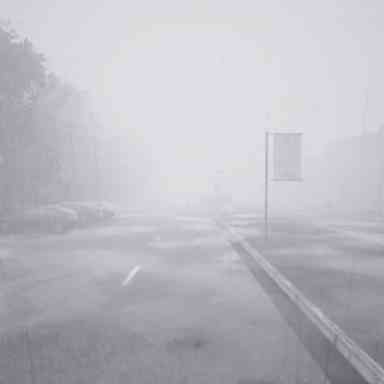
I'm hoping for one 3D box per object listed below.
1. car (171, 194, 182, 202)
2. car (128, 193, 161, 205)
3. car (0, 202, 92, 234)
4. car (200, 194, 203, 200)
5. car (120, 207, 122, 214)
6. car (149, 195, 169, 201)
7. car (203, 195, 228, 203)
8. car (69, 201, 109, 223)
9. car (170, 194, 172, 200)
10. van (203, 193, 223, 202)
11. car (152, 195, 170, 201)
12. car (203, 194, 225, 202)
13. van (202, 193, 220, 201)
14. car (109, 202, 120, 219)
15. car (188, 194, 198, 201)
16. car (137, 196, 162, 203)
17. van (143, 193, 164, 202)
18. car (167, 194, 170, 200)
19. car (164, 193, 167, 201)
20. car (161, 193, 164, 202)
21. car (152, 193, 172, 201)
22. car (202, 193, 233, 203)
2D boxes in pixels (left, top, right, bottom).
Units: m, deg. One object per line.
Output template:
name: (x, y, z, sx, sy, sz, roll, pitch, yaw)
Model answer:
car: (-3.226, 1.488, 78.123, 1.837, 1.490, 4.892, 0, 0, 0)
car: (-8.301, 1.366, 56.552, 5.008, 1.535, 2.097, 0, 0, 0)
car: (-8.323, 1.481, 18.369, 4.674, 1.452, 2.002, 0, 0, 0)
car: (4.747, 1.124, 62.112, 5.566, 2.045, 2.435, 0, 0, 0)
car: (-8.319, 1.461, 28.067, 4.674, 1.452, 2.002, 0, 0, 0)
car: (-8.314, 1.515, 84.399, 5.008, 1.535, 2.097, 0, 0, 0)
car: (4.770, 1.397, 67.715, 4.892, 1.521, 2.231, 0, 0, 0)
car: (-8.319, 1.435, 21.645, 4.892, 1.521, 2.231, 0, 0, 0)
car: (-8.130, 1.492, 81.613, 5.366, 1.575, 1.946, 0, 0, 0)
van: (4.887, 1.227, 76.127, 4.442, 1.987, 1.878, 0, 0, 0)
car: (-8.357, 1.587, 89.969, 4.792, 1.488, 2.163, 0, 0, 0)
car: (4.805, 1.306, 73.322, 4.553, 1.767, 2.185, 0, 0, 0)
van: (4.648, 1.268, 81.733, 4.442, 1.987, 1.878, 0, 0, 0)
car: (-8.329, 1.427, 24.918, 5.008, 1.535, 2.097, 0, 0, 0)
car: (0.014, 1.544, 85.655, 1.837, 1.490, 4.892, 0, 0, 0)
car: (-8.306, 1.425, 64.907, 4.674, 1.452, 2.002, 0, 0, 0)
van: (-8.422, 1.206, 73.257, 4.442, 1.987, 1.878, 0, 0, 0)
car: (-8.309, 1.514, 78.828, 4.674, 1.452, 2.002, 0, 0, 0)
car: (-8.274, 1.288, 70.476, 4.553, 1.767, 2.185, 0, 0, 0)
car: (-8.310, 1.375, 62.120, 5.008, 1.535, 2.097, 0, 0, 0)
car: (-8.304, 1.329, 92.754, 5.566, 2.045, 2.435, 0, 0, 0)
car: (4.780, 1.370, 59.310, 4.892, 1.521, 2.231, 0, 0, 0)
